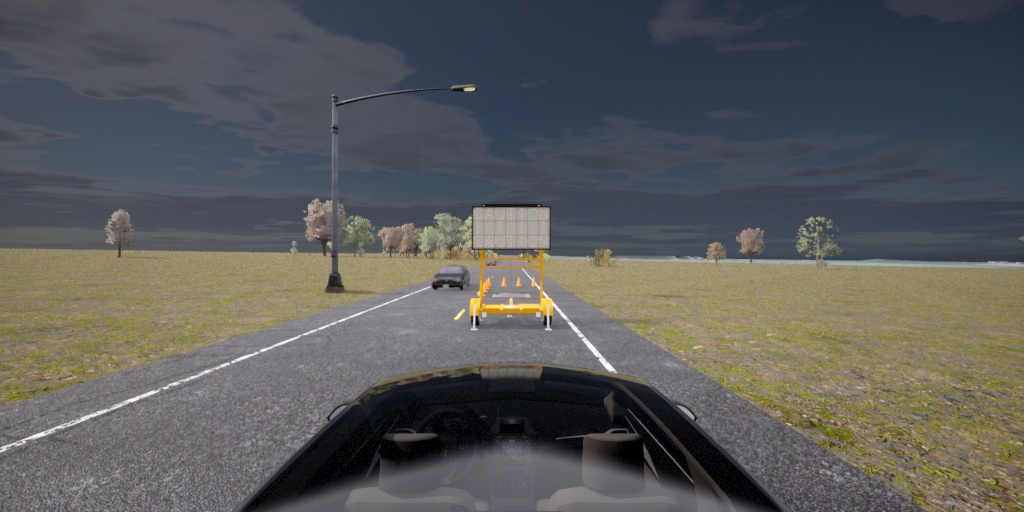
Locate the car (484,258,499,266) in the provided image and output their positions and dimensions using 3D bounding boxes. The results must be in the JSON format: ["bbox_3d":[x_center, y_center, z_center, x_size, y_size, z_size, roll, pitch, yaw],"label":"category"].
[{"bbox_3d":[-3.720,1.256,62.825,1.837,1.490,4.892,0,0,0],"label":"car"}]

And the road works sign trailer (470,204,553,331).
[{"bbox_3d":[-0.022,0.215,11.030,2.380,3.560,2.880,0,0,0],"label":"road works sign trailer"}]

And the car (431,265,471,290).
[{"bbox_3d":[-3.648,1.298,22.467,2.033,1.411,5.357,0,0,0],"label":"car"}]
